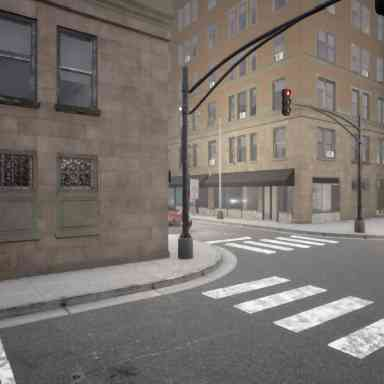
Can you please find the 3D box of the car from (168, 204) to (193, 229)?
[{"bbox_3d":[-1.868,1.427,19.848,1.812,1.442,4.674,0,0,-36],"label":"car"}]
